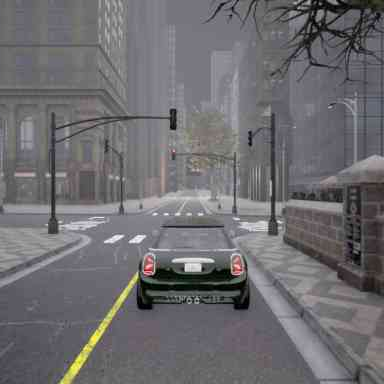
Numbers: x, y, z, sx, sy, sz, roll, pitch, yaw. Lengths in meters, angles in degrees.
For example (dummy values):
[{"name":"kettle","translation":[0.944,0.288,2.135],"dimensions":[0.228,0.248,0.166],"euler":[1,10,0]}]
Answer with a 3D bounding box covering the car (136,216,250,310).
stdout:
[{"name":"car","translation":[0.034,1.352,7.997],"dimensions":[2.097,1.767,4.553],"euler":[0,0,0]}]
